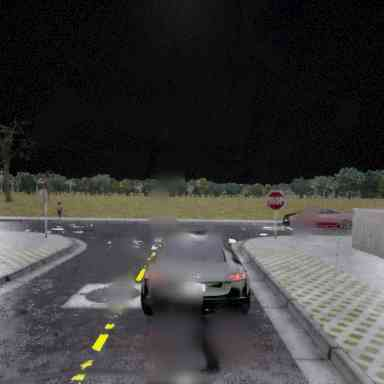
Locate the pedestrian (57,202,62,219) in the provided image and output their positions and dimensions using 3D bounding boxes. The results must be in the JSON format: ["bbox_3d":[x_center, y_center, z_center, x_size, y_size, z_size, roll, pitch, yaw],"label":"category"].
[{"bbox_3d":[-9.719,0.998,24.448,0.375,1.860,0.375,0,-1,0],"label":"pedestrian"}]

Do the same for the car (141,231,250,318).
[{"bbox_3d":[0.087,1.562,7.537,1.994,1.385,4.181,0,0,1],"label":"car"}]

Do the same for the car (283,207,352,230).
[{"bbox_3d":[8.126,1.687,21.667,4.181,1.385,1.994,1,0,0],"label":"car"}]
